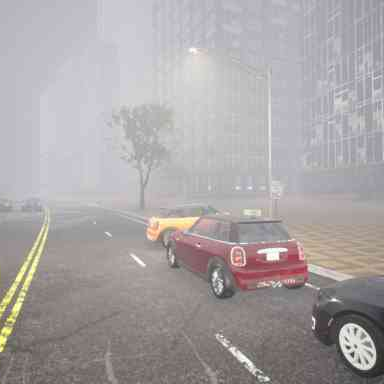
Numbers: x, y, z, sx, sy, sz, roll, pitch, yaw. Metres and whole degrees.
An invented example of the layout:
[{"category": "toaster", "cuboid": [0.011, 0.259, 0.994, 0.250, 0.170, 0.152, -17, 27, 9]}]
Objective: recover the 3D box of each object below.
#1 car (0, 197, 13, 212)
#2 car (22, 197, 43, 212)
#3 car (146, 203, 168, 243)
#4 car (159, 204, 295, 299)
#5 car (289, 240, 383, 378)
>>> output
[{"category": "car", "cuboid": [-21.832, 1.390, 38.052, 2.097, 1.767, 4.553, 0, 0, -24]}, {"category": "car", "cuboid": [-18.864, 1.393, 39.376, 2.097, 1.767, 4.553, 0, 0, -24]}, {"category": "car", "cuboid": [0.362, 1.276, 14.454, 4.553, 1.767, 2.097, -3, 1, -18]}, {"category": "car", "cuboid": [0.874, 1.355, 8.851, 2.097, 1.767, 4.553, 0, 0, -22]}, {"category": "car", "cuboid": [3.614, 1.505, 3.383, 1.837, 1.490, 4.892, 0, 0, -36]}]
